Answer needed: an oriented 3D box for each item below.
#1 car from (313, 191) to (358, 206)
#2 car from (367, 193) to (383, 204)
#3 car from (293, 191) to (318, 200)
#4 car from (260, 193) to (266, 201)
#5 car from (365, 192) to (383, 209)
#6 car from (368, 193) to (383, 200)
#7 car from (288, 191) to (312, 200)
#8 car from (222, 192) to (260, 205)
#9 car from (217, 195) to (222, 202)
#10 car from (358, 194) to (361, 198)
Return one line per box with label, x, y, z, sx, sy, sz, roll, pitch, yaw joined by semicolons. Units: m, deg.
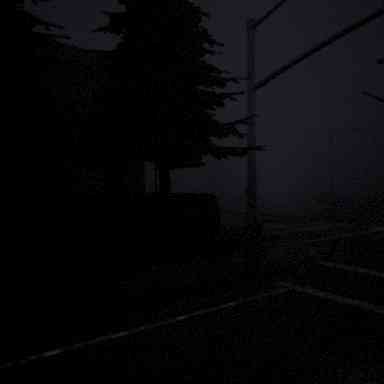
car;18.384;0.818;42.985;1.932;1.855;4.605;0;0;-36
car;28.898;0.931;49.704;2.007;1.523;4.514;0;0;-36
car;23.232;0.687;68.442;1.932;1.855;4.605;0;0;-36
car;10.748;0.853;58.914;2.152;1.636;5.027;0;0;-36
car;20.328;0.820;34.682;1.905;1.878;3.866;0;0;-36
car;40.307;0.864;71.455;1.970;1.475;3.806;0;0;-36
car;21.118;0.687;66.406;1.905;1.878;3.866;0;0;-36
car;6.896;1.068;47.035;2.007;1.523;4.514;0;0;-36
car;5.736;0.977;54.893;1.970;1.475;3.806;0;0;-36
car;38.377;0.832;79.215;1.845;1.501;3.633;0;0;-36
